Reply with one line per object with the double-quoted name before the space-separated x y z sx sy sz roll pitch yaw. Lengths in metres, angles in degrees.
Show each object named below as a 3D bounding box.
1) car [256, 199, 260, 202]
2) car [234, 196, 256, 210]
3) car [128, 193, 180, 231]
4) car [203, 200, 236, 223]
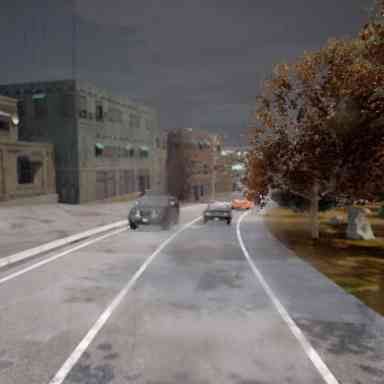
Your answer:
"car" 10.873 1.111 61.011 2.150 2.045 5.566 3 1 28
"car" 6.421 1.258 41.821 2.097 1.767 4.553 2 0 18
"car" -2.107 1.120 20.290 2.150 2.045 5.566 1 0 8
"car" 2.034 1.523 24.637 1.895 1.301 4.718 1 0 10
